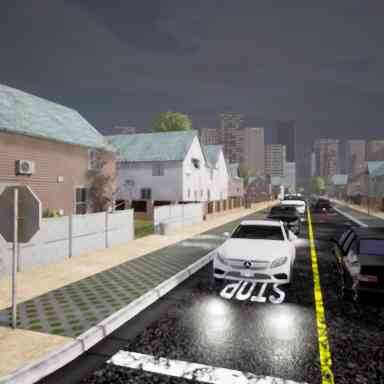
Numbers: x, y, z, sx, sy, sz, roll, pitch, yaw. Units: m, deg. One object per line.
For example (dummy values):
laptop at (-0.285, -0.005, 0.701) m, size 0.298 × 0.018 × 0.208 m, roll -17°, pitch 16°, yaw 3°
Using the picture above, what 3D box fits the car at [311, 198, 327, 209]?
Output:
car at (17.590, 1.581, 46.181) m, size 1.994 × 1.385 × 4.181 m, roll 0°, pitch 0°, yaw 19°

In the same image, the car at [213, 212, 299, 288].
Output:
car at (1.979, 1.532, 9.548) m, size 1.812 × 1.442 × 4.674 m, roll 0°, pitch 0°, yaw 19°

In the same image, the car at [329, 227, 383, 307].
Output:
car at (4.445, 1.550, 7.947) m, size 2.033 × 1.411 × 5.357 m, roll 0°, pitch 0°, yaw 19°

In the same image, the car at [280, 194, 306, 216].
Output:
car at (9.843, 1.237, 32.356) m, size 2.150 × 2.045 × 5.566 m, roll 0°, pitch 0°, yaw 19°

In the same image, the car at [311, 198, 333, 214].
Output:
car at (14.353, 1.518, 36.545) m, size 1.837 × 1.490 × 4.892 m, roll 0°, pitch 0°, yaw 18°

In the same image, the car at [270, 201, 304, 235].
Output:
car at (5.265, 1.514, 19.098) m, size 1.837 × 1.490 × 4.892 m, roll 0°, pitch 0°, yaw 19°
